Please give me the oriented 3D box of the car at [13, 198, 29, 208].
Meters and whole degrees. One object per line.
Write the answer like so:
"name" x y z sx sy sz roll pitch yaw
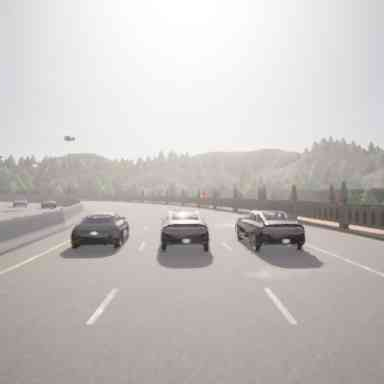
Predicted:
"car" -25.866 1.567 50.245 1.812 1.442 4.674 0 0 -29

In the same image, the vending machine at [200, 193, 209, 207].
"vending machine" 1.981 1.236 51.484 1.100 2.100 0.880 0 0 -23

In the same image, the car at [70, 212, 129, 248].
"car" -3.965 1.576 14.869 1.994 1.385 4.181 0 0 -5

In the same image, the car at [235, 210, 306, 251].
"car" 3.118 1.503 14.069 2.128 1.511 4.902 0 0 -4

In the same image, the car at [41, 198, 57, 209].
"car" -19.795 1.563 46.030 1.812 1.442 4.674 0 0 -25

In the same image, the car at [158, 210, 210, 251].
"car" -0.385 1.503 14.100 2.128 1.511 4.902 0 0 -4
